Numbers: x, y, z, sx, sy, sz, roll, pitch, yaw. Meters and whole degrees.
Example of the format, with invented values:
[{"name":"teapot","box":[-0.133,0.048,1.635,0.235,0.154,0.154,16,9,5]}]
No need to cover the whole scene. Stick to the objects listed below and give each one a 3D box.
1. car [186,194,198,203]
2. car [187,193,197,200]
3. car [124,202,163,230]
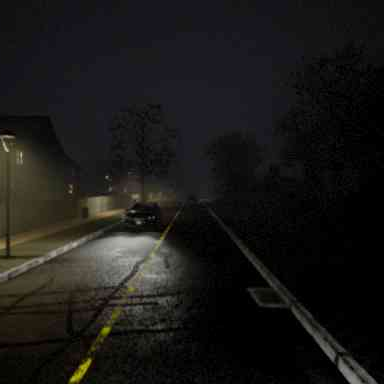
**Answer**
[{"name":"car","box":[-0.022,1.142,59.810,1.837,1.490,4.892,0,0,0]},{"name":"car","box":[-0.026,1.019,70.239,1.994,1.385,4.181,0,0,0]},{"name":"car","box":[-2.821,1.369,20.155,2.128,1.511,4.902,0,0,0]}]
